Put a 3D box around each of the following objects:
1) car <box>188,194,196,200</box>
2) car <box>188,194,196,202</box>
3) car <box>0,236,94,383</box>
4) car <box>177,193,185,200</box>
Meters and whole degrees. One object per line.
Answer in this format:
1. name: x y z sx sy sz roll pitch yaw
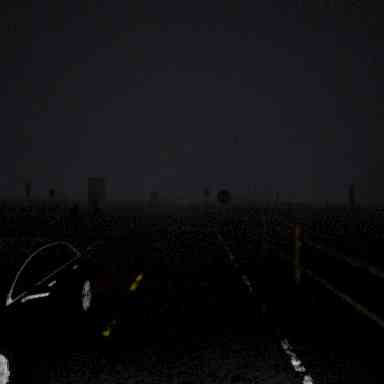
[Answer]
1. car: 0.017 1.297 87.614 1.837 1.490 4.892 0 0 0
2. car: 0.014 1.481 77.608 1.812 1.442 4.674 0 0 0
3. car: -2.842 1.502 4.755 1.837 1.490 4.892 0 0 0
4. car: -2.736 1.058 81.785 1.882 1.535 5.008 0 0 0
